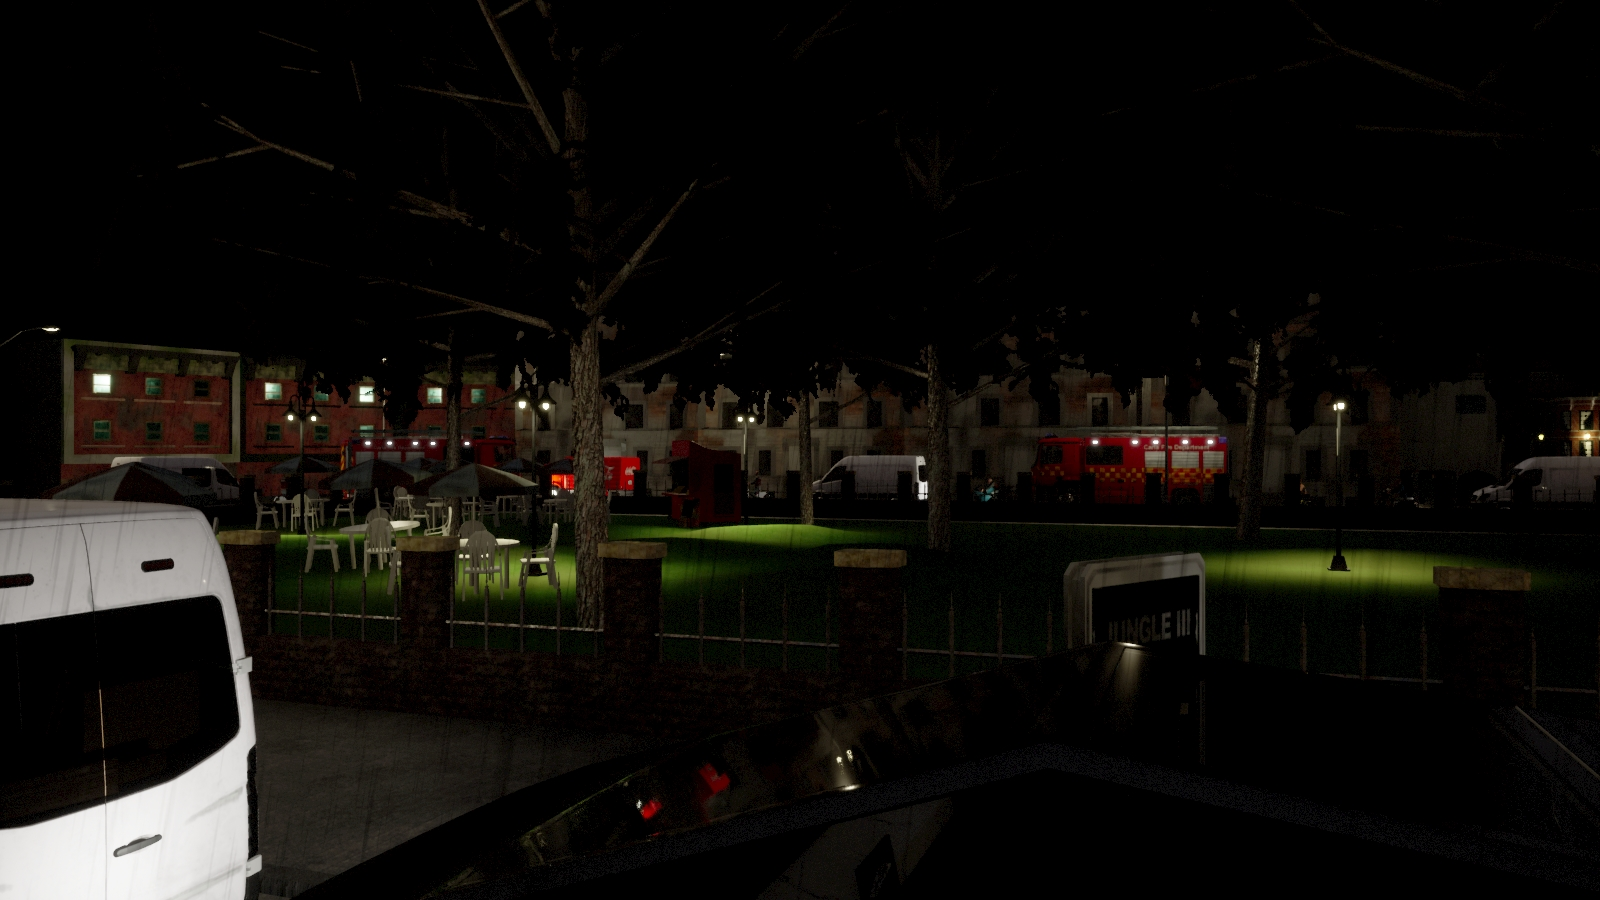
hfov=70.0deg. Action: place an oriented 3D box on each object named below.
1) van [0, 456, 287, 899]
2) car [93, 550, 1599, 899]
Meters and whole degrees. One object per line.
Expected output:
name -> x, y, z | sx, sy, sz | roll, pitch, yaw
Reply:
van -> -5.749, 1.318, 5.932 | 5.915, 2.561, 1.988 | 0, 0, 20
car -> 1.308, 1.534, 3.365 | 6.274, 2.098, 2.390 | 0, 0, 20
